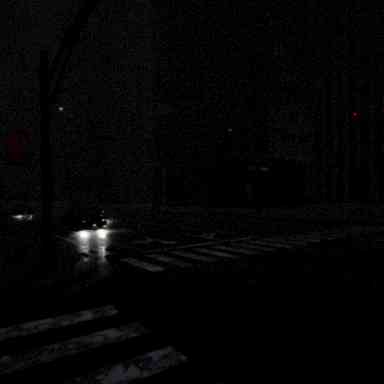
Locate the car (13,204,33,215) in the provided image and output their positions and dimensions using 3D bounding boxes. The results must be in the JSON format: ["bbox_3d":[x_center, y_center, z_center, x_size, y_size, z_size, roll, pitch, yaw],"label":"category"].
[{"bbox_3d":[-22.834,2.293,44.827,2.033,1.411,5.357,-1,0,-35],"label":"car"}]

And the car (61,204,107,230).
[{"bbox_3d":[-8.015,1.843,24.166,2.033,1.411,5.357,-1,0,-36],"label":"car"}]
